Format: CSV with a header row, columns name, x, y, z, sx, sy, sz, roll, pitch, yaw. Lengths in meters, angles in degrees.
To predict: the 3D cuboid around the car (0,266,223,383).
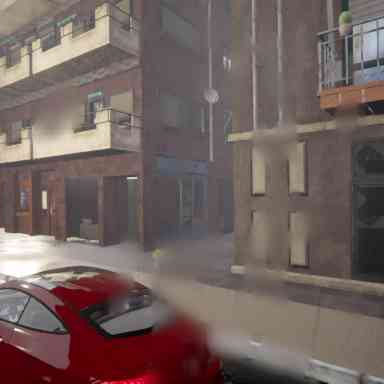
name,x,y,z,sx,sy,sz,roll,pitch,yaw
car,-1.633,1.583,4.011,4.206,1.307,1.802,0,-1,35
